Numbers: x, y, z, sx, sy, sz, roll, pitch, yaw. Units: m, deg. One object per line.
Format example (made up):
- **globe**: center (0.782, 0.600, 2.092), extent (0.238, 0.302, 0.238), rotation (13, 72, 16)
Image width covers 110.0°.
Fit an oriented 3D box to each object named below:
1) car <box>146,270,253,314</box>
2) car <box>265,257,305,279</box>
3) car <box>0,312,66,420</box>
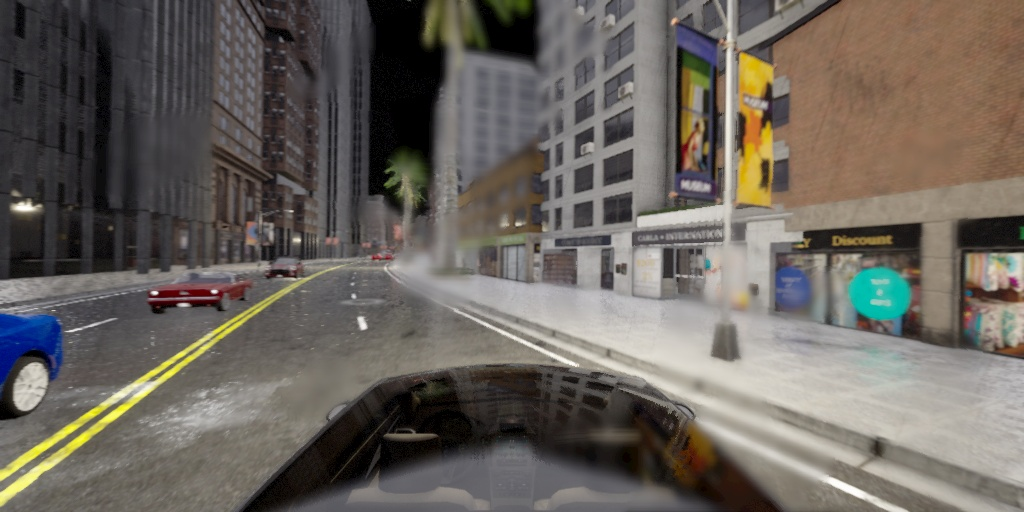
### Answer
- **car**: center (-11.080, 1.199, 13.091), extent (1.895, 1.301, 4.718), rotation (1, 0, -25)
- **car**: center (-17.866, 0.860, 28.375), extent (2.097, 1.767, 4.553), rotation (1, 0, -22)
- **car**: center (-5.944, 1.137, 2.610), extent (1.882, 1.535, 5.008), rotation (1, 0, -27)
